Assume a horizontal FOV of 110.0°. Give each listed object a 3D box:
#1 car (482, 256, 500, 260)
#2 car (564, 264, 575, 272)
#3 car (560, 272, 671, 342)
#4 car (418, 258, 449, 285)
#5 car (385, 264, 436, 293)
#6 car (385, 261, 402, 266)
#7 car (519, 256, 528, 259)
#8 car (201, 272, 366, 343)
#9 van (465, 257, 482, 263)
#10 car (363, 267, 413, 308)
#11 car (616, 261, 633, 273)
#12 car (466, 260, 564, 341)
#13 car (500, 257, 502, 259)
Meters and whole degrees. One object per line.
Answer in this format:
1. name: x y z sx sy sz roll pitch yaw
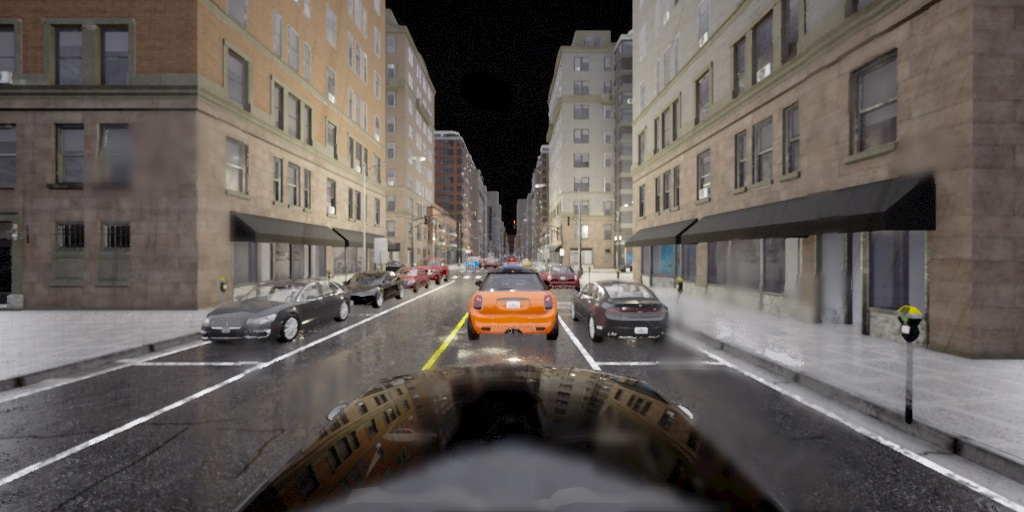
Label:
1. car: -3.122 1.188 53.636 1.882 1.535 5.008 0 0 0
2. car: 2.657 1.177 20.612 1.967 1.591 4.097 0 0 0
3. car: 2.664 1.296 9.562 2.007 1.370 4.403 0 0 0
4. car: -5.873 1.048 26.104 2.192 1.841 5.009 0 0 0
5. car: -5.869 1.320 20.581 1.802 1.307 4.207 0 0 0
6. car: -12.570 1.236 37.540 4.892 1.490 1.837 0 0 4
7. car: 2.625 1.226 64.444 1.751 1.417 4.829 0 0 0
8. car: -5.862 1.296 9.533 2.007 1.370 4.403 0 0 0
9. van: -5.892 1.052 53.052 1.690 1.789 3.998 0 0 0
10. car: -5.865 1.307 15.057 1.948 1.339 4.313 0 0 0
11. car: 14.538 1.217 41.245 4.892 1.490 1.837 0 0 1
12. car: 0.017 1.097 10.048 2.097 1.767 4.553 0 0 0
13. car: -3.110 1.229 62.977 1.812 1.442 4.674 0 0 0
